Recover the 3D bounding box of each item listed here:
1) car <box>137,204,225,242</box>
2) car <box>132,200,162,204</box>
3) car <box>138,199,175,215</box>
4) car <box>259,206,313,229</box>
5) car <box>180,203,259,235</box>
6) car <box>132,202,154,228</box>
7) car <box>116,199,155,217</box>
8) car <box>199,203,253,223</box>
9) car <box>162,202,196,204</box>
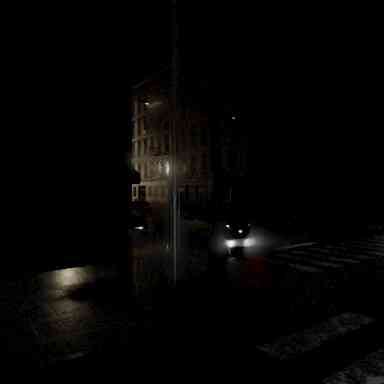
[{"bbox_3d":[-0.741,1.555,16.715,1.752,1.417,4.829,0,0,-35],"label":"car"},{"bbox_3d":[-4.771,1.517,26.755,2.128,1.511,4.902,0,0,-35],"label":"car"},{"bbox_3d":[-3.811,1.529,34.867,1.752,1.417,4.829,0,0,-35],"label":"car"},{"bbox_3d":[5.704,1.558,21.500,1.947,1.339,4.313,0,0,-35],"label":"car"},{"bbox_3d":[0.984,1.566,18.713,2.033,1.411,5.357,0,0,-32],"label":"car"},{"bbox_3d":[-3.978,1.585,21.264,2.008,1.369,4.403,0,0,-35],"label":"car"},{"bbox_3d":[-5.690,1.521,33.113,1.837,1.490,4.892,0,0,-35],"label":"car"},{"bbox_3d":[2.565,1.578,25.910,1.802,1.307,4.206,0,0,-35],"label":"car"},{"bbox_3d":[-0.573,1.566,30.319,1.947,1.339,4.313,0,0,-35],"label":"car"}]
